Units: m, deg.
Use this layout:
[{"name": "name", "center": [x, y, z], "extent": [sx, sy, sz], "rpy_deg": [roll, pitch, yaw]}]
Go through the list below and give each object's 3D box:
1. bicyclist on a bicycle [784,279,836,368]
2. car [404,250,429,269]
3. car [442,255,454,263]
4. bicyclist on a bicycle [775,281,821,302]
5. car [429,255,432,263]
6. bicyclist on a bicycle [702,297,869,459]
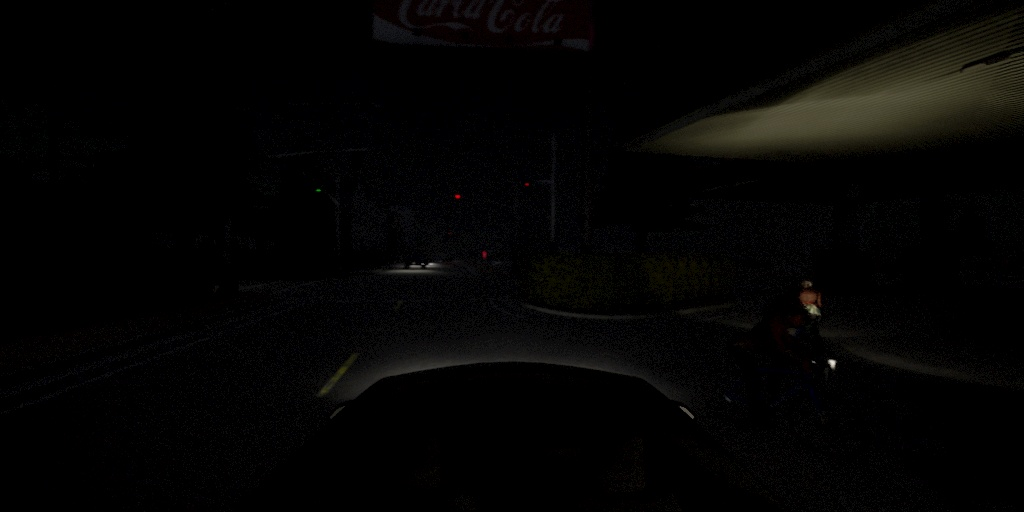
[{"name": "bicyclist on a bicycle", "center": [6.542, 1.383, 7.955], "extent": [0.582, 1.620, 1.656], "rpy_deg": [1, 2, 30]}, {"name": "car", "center": [-11.062, 0.366, 41.248], "extent": [2.150, 2.045, 5.566], "rpy_deg": [0, 1, -11]}, {"name": "car", "center": [-11.201, 0.480, 62.764], "extent": [1.895, 1.301, 4.718], "rpy_deg": [0, 1, -10]}, {"name": "bicyclist on a bicycle", "center": [5.367, 1.381, 6.996], "extent": [1.656, 1.620, 0.582], "rpy_deg": [0, 1, -7]}, {"name": "car", "center": [-12.734, 0.535, 50.833], "extent": [1.812, 1.442, 4.674], "rpy_deg": [0, 1, -10]}, {"name": "bicyclist on a bicycle", "center": [3.147, 1.373, 4.293], "extent": [0.582, 1.620, 1.656], "rpy_deg": [1, 1, -39]}]
